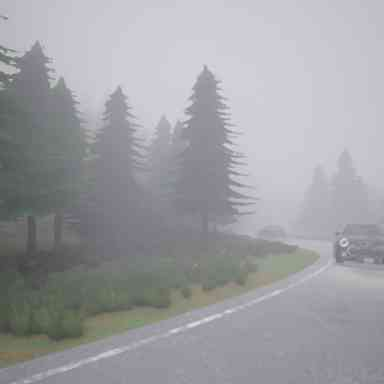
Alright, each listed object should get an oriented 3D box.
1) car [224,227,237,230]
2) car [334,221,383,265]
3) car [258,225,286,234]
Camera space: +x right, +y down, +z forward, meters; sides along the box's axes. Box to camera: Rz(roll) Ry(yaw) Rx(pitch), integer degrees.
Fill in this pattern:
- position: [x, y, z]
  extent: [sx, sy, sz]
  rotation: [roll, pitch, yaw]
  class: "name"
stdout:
- position: [6.395, 6.210, 55.664]
  extent: [2.097, 1.767, 4.553]
  rotation: [1, -5, 10]
  class: "car"
- position: [7.246, 2.106, 14.190]
  extent: [2.097, 1.767, 4.553]
  rotation: [1, -5, 22]
  class: "car"
- position: [10.184, 4.991, 42.740]
  extent: [2.097, 1.767, 4.553]
  rotation: [1, -6, -12]
  class: "car"
